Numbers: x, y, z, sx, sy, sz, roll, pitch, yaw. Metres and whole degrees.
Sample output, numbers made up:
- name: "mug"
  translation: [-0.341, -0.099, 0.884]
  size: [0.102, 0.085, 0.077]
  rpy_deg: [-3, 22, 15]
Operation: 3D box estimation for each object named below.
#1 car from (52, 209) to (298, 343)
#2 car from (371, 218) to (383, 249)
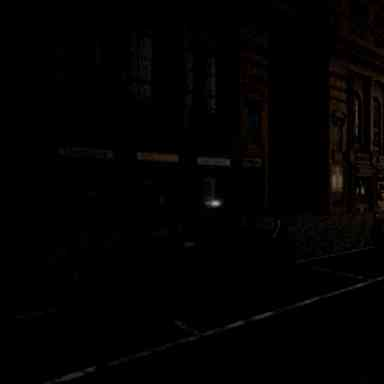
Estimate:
- name: "car"
  translation: [-0.012, 1.306, 6.632]
  size: [5.009, 1.841, 2.192]
  rpy_deg: [0, 0, -35]
- name: "car"
  translation: [9.117, 1.278, 13.126]
  size: [5.009, 1.841, 2.192]
  rpy_deg: [0, 0, -35]
